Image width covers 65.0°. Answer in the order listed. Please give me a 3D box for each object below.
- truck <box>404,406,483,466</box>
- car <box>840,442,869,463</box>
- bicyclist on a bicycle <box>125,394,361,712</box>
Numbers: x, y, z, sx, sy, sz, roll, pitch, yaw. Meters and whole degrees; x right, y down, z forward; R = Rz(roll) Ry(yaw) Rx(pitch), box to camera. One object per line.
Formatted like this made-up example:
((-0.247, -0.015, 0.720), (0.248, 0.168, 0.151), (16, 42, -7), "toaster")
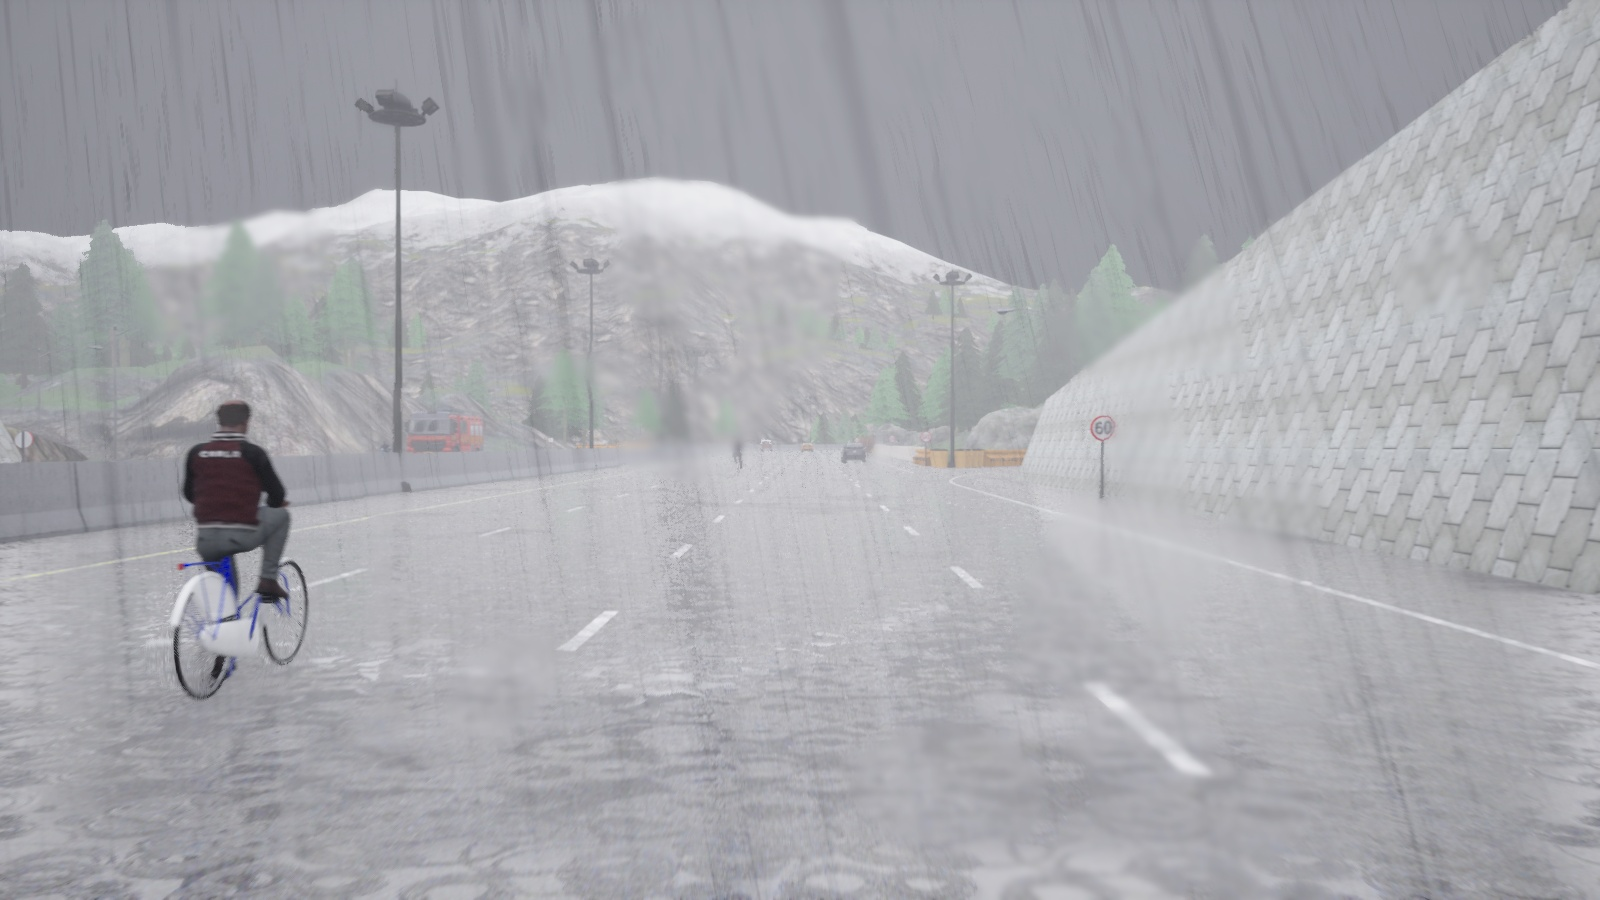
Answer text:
((-24.000, -0.917, 85.039), (2.891, 3.827, 8.468), (0, 0, 0), "truck")
((4.050, 0.167, 93.931), (2.007, 1.525, 4.514), (0, 0, 0), "car")
((-3.439, 0.569, 7.952), (0.659, 1.776, 1.843), (0, 1, 0), "bicyclist on a bicycle")
